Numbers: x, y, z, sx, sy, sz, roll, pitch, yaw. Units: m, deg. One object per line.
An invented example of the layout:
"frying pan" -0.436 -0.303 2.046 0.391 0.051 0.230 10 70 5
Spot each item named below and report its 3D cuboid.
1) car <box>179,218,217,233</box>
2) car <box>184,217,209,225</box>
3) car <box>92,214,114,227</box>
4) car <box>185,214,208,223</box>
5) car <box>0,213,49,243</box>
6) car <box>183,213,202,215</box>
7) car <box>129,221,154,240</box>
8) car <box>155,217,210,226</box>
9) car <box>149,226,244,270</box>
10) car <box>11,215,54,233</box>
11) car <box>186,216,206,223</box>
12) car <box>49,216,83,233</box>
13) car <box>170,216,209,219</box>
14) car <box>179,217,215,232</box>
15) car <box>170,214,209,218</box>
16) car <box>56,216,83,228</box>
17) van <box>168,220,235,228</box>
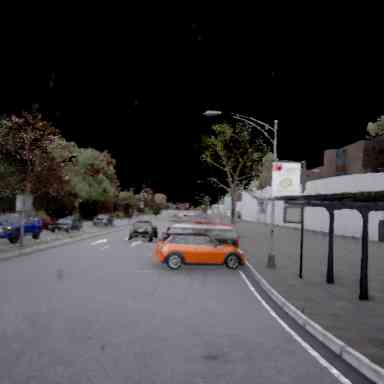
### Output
"car" 0.786 4.440 44.126 4.553 1.767 2.185 4 -3 -19
"car" 0.946 6.396 74.064 5.008 1.535 2.097 5 -4 -19
"car" -13.074 4.116 49.149 2.097 1.767 4.553 2 -3 1
"car" 1.097 7.055 89.074 5.566 2.045 2.435 4 -4 -19
"car" -13.304 2.616 24.978 2.150 2.045 5.566 2 -3 0
"car" 0.848 4.840 53.131 5.566 2.045 2.435 4 -4 -19
"car" -4.418 3.459 30.805 2.097 1.767 4.553 2 -3 1
"car" 0.543 3.131 23.120 5.566 2.045 2.435 4 -3 -19
"car" 0.409 2.919 17.109 4.553 1.767 2.185 4 -4 -19
"car" -16.206 3.252 34.082 1.882 1.535 5.008 2 -3 1
"car" 1.060 7.162 86.064 4.792 1.488 2.163 4 -4 -19
"car" -13.203 3.514 35.195 2.033 1.411 5.357 2 -3 1
"car" 0.635 3.304 26.151 5.566 2.045 2.435 4 -4 -19
"car" 0.744 4.608 47.108 4.553 1.767 2.185 4 -4 -19
"car" 0.722 3.807 35.150 5.566 2.045 2.435 4 -4 -19
"car" -16.130 3.898 43.989 1.994 1.385 4.181 2 -3 0
"van" 0.407 2.982 20.088 4.442 1.987 1.878 4 -3 -19
